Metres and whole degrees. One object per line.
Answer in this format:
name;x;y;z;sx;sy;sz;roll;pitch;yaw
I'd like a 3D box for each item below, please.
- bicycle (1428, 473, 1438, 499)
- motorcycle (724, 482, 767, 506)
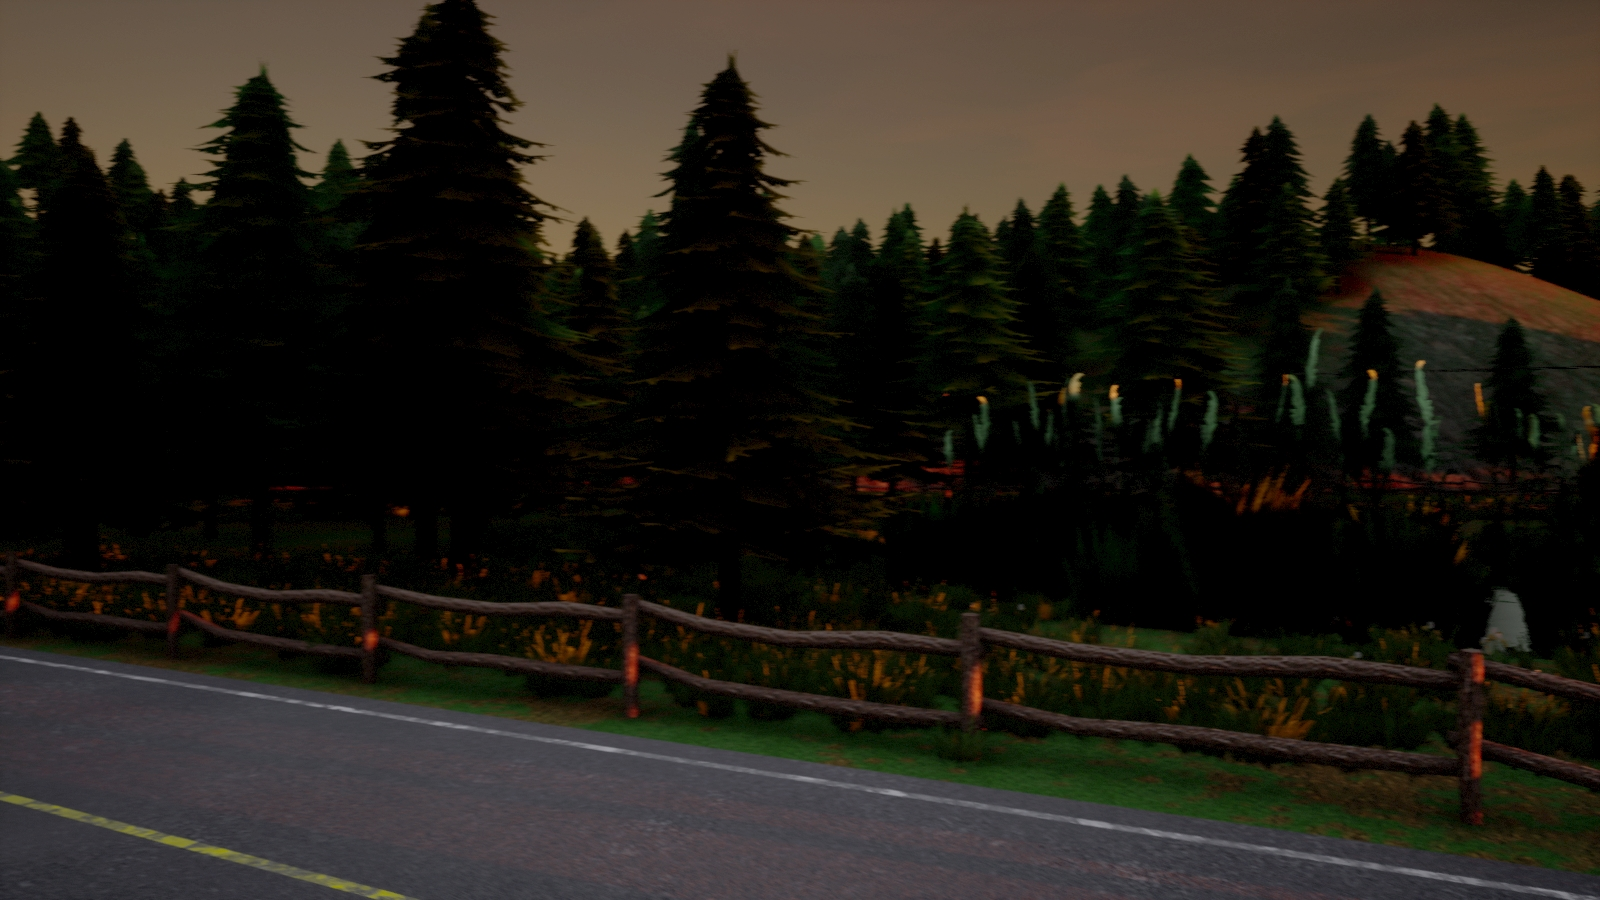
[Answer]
bicycle;37.337;2.118;67.397;0.373;1.496;1.643;0;0;26
motorcycle;-2.976;2.373;62.351;2.209;1.251;0.867;0;0;27
